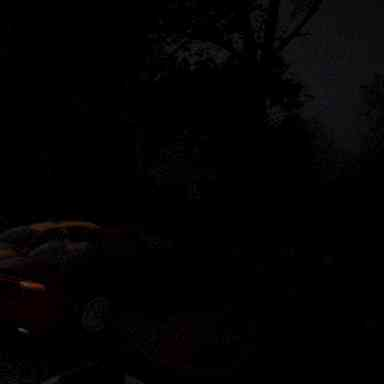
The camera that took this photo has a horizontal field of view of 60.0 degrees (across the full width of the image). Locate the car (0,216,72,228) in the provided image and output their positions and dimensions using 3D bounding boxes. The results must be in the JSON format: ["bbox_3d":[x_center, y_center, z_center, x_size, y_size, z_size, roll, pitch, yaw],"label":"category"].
[{"bbox_3d":[-3.754,1.429,8.270,1.946,1.575,5.366,0,0,36],"label":"car"}]

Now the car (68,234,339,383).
[{"bbox_3d":[0.870,1.496,5.160,2.163,1.488,4.792,0,0,36],"label":"car"}]

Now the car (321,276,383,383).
[{"bbox_3d":[3.171,1.514,3.588,2.163,1.488,4.792,0,0,36],"label":"car"}]

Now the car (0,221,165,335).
[{"bbox_3d":[-1.382,1.449,6.797,2.097,1.535,5.008,0,0,36],"label":"car"}]
